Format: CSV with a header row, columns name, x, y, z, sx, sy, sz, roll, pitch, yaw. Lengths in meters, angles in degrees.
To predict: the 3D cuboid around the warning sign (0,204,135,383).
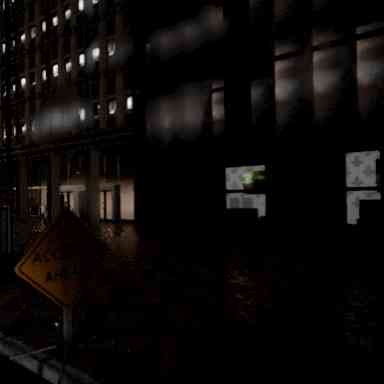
name,x,y,z,sx,sy,sz,roll,pitch,yaw
warning sign,-1.579,1.119,4.178,1.060,1.860,1.300,-1,0,35
